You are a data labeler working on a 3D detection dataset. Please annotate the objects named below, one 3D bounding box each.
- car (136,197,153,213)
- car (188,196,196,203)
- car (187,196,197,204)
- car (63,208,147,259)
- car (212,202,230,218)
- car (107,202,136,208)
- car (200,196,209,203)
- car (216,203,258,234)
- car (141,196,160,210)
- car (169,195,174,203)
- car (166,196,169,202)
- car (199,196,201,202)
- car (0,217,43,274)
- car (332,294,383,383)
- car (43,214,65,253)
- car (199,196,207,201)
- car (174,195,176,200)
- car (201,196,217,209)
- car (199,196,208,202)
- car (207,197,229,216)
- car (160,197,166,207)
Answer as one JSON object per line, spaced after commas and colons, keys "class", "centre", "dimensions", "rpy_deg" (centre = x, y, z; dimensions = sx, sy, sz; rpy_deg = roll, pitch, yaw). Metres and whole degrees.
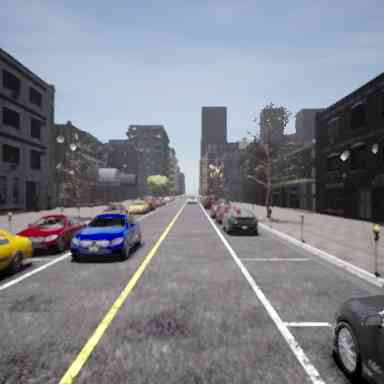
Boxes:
{"class": "car", "centre": [-5.648, 1.605, 35.773], "dimensions": [1.752, 1.417, 4.829], "rpy_deg": [1, 0, 0]}
{"class": "car", "centre": [0.076, 1.593, 75.776], "dimensions": [1.837, 1.490, 4.892], "rpy_deg": [0, 0, 0]}
{"class": "car", "centre": [0.066, 1.758, 65.803], "dimensions": [1.895, 1.301, 4.718], "rpy_deg": [0, 0, 0]}
{"class": "car", "centre": [-3.072, 1.554, 12.801], "dimensions": [1.812, 1.442, 4.674], "rpy_deg": [0, 0, 0]}
{"class": "car", "centre": [2.721, 1.639, 24.867], "dimensions": [1.802, 1.307, 4.206], "rpy_deg": [1, 0, 0]}
{"class": "car", "centre": [-5.659, 1.637, 24.878], "dimensions": [1.802, 1.307, 4.206], "rpy_deg": [1, 0, 0]}
{"class": "car", "centre": [2.832, 1.706, 74.529], "dimensions": [1.752, 1.417, 4.829], "rpy_deg": [1, 0, 0]}
{"class": "car", "centre": [2.716, 1.595, 19.334], "dimensions": [2.008, 1.369, 4.403], "rpy_deg": [1, 0, 0]}
{"class": "car", "centre": [-5.640, 1.408, 41.477], "dimensions": [2.192, 1.841, 5.009], "rpy_deg": [1, 0, 0]}
{"class": "car", "centre": [-5.676, 1.708, 76.150], "dimensions": [1.752, 1.417, 4.829], "rpy_deg": [1, 0, 0]}
{"class": "car", "centre": [-5.624, 1.575, 58.076], "dimensions": [1.967, 1.590, 4.097], "rpy_deg": [1, 0, 0]}
{"class": "car", "centre": [2.755, 1.704, 58.065], "dimensions": [1.947, 1.339, 4.313], "rpy_deg": [1, 0, 0]}
{"class": "car", "centre": [-5.675, 1.542, 8.108], "dimensions": [1.752, 1.417, 4.829], "rpy_deg": [1, 0, 0]}
{"class": "car", "centre": [2.699, 1.558, 2.735], "dimensions": [2.008, 1.369, 4.403], "rpy_deg": [1, 0, 0]}
{"class": "car", "centre": [-5.670, 1.611, 13.811], "dimensions": [1.802, 1.307, 4.206], "rpy_deg": [1, 0, 0]}
{"class": "car", "centre": [2.917, 1.791, 90.294], "dimensions": [1.947, 1.339, 4.313], "rpy_deg": [0, 0, 0]}
{"class": "car", "centre": [-5.719, 1.765, 87.385], "dimensions": [2.008, 1.369, 4.403], "rpy_deg": [1, 0, 0]}
{"class": "car", "centre": [2.746, 1.425, 47.000], "dimensions": [2.192, 1.841, 5.009], "rpy_deg": [1, 0, 0]}
{"class": "car", "centre": [2.881, 1.754, 82.749], "dimensions": [2.008, 1.369, 4.403], "rpy_deg": [1, 0, 0]}
{"class": "car", "centre": [2.728, 1.510, 30.401], "dimensions": [1.967, 1.590, 4.097], "rpy_deg": [1, 0, 0]}
{"class": "car", "centre": [-5.631, 1.703, 52.542], "dimensions": [1.802, 1.307, 4.206], "rpy_deg": [1, 0, 0]}
